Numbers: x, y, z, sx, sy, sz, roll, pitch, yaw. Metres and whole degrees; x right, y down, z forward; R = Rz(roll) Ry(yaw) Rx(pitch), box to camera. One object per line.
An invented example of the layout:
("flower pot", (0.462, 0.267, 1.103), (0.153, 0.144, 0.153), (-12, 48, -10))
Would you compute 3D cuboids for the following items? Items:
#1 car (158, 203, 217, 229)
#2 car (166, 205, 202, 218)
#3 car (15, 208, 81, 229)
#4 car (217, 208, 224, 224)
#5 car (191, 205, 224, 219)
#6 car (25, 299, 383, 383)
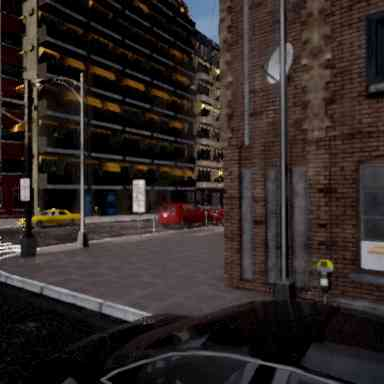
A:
("car", (-0.506, 1.778, 25.253), (2.192, 1.841, 5.009), (-2, -2, 35))
("car", (-0.879, 2.269, 39.262), (1.887, 1.381, 4.507), (-2, -2, 35))
("car", (-10.723, 1.938, 25.205), (1.752, 1.417, 4.829), (-2, -2, 35))
("car", (2.745, 2.110, 29.885), (1.887, 1.381, 4.507), (-2, -2, 35))
("car", (1.857, 2.288, 38.619), (1.994, 1.385, 4.181), (0, -1, 35))
("car", (0.524, 1.570, 2.503), (4.313, 1.339, 1.947), (0, 0, 35))
